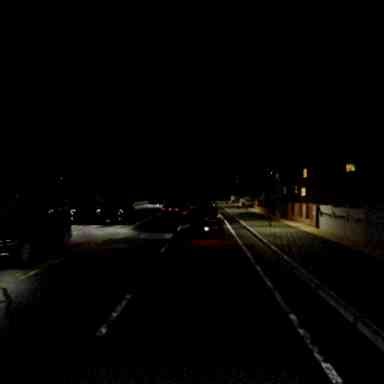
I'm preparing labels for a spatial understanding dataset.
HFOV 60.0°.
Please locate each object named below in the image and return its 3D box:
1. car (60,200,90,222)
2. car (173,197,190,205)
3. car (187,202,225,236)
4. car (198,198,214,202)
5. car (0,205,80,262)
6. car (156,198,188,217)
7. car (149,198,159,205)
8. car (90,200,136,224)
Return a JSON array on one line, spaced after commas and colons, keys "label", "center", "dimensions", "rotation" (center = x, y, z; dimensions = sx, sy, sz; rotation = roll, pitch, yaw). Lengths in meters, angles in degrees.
[{"label": "car", "center": [-8.866, 1.369, 24.742], "dimensions": [2.097, 1.767, 4.553], "rotation": [0, 0, 3]}, {"label": "car", "center": [-1.271, 1.678, 47.842], "dimensions": [1.812, 1.442, 4.674], "rotation": [0, 0, 3]}, {"label": "car", "center": [0.836, 1.573, 19.057], "dimensions": [1.837, 1.490, 4.892], "rotation": [0, 0, 2]}, {"label": "car", "center": [2.008, 1.680, 47.581], "dimensions": [1.837, 1.490, 4.892], "rotation": [0, 0, 2]}, {"label": "car", "center": [-6.142, 1.470, 12.281], "dimensions": [1.882, 1.535, 5.008], "rotation": [0, 0, 2]}, {"label": "car", "center": [-1.889, 1.642, 32.871], "dimensions": [2.033, 1.411, 5.357], "rotation": [0, 0, 3]}, {"label": "car", "center": [-7.162, 1.798, 64.681], "dimensions": [1.895, 1.301, 4.718], "rotation": [0, 0, 3]}, {"label": "car", "center": [-5.610, 1.393, 24.815], "dimensions": [2.097, 1.767, 4.553], "rotation": [0, 0, 3]}]
